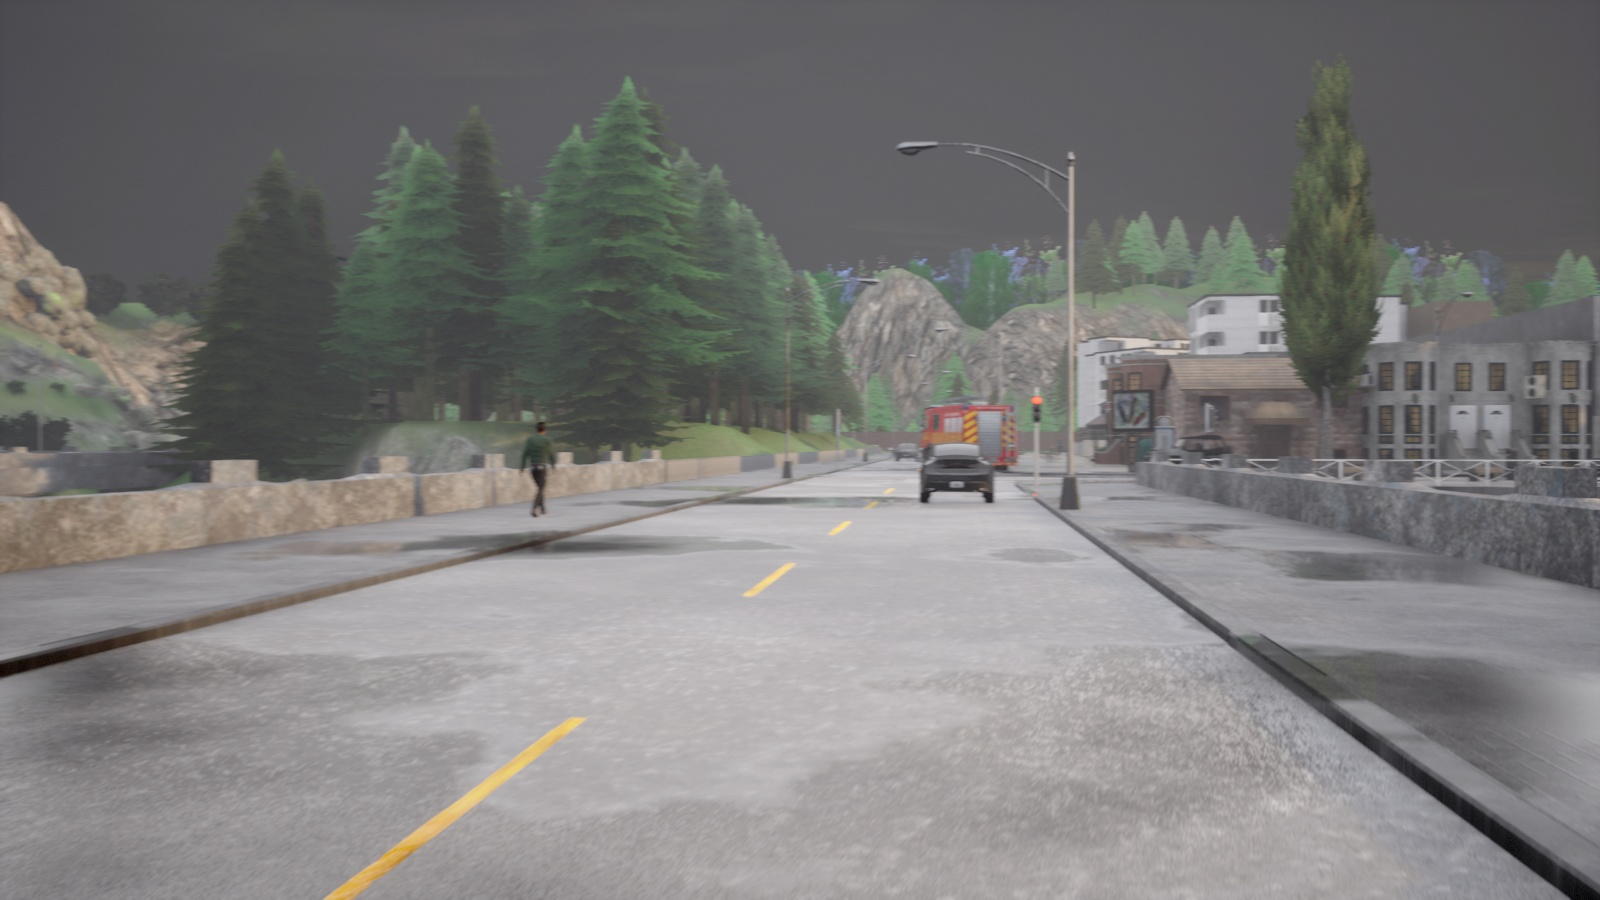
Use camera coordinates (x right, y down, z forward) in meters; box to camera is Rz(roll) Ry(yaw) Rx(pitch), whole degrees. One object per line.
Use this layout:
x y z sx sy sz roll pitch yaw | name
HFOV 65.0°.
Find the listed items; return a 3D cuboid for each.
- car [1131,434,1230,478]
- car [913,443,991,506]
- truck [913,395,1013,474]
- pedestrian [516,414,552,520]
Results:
16.641 0.262 55.032 3.866 1.878 1.905 0 0 7 | car
3.912 0.574 32.383 1.837 1.490 4.892 0 0 7 | car
8.335 -0.781 65.421 2.891 3.827 8.468 0 0 -9 | truck
-4.956 0.311 23.414 0.423 1.949 0.788 0 0 7 | pedestrian
